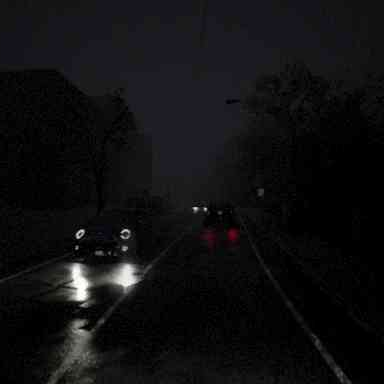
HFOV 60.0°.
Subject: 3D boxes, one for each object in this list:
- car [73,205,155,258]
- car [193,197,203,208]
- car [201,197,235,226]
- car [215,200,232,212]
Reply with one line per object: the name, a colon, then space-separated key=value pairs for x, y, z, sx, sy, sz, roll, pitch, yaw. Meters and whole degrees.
car: x=-2.846 y=1.428 z=13.071 sx=2.097 sy=1.767 sz=4.553 roll=0 pitch=-1 yaw=5
car: x=1.281 y=1.611 z=54.541 sx=2.097 sy=1.767 sz=4.553 roll=0 pitch=0 yaw=1
car: x=2.096 y=1.453 z=24.433 sx=2.097 sy=1.767 sz=4.553 roll=0 pitch=0 yaw=6
car: x=4.110 y=1.735 z=42.520 sx=2.033 sy=1.411 sz=5.357 roll=0 pitch=0 yaw=6
